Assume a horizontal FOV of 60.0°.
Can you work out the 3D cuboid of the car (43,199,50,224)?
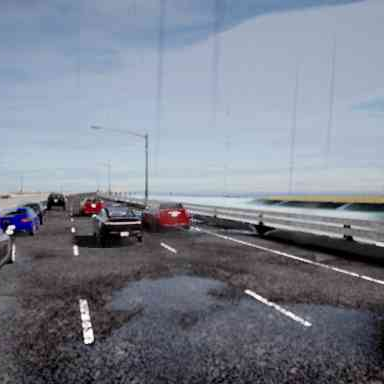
[{"bbox_3d":[-11.463,1.454,23.601,1.882,1.535,5.008,0,0,-20],"label":"car"}]

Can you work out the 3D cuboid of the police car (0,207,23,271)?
[{"bbox_3d":[-5.938,1.418,8.728,1.930,1.638,5.238,0,0,-21],"label":"police car"}]

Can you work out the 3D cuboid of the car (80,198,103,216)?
[{"bbox_3d":[-9.724,1.317,32.380,2.097,1.767,4.553,0,0,-20],"label":"car"}]

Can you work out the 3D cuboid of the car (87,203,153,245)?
[{"bbox_3d":[-3.583,1.478,15.729,2.128,1.511,4.902,0,0,-20],"label":"car"}]

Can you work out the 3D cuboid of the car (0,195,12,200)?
[{"bbox_3d":[-36.003,1.378,64.014,1.882,1.535,5.008,0,0,-19],"label":"car"}]

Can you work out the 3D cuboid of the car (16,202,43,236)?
[{"bbox_3d":[-9.386,1.509,17.982,1.812,1.442,4.674,0,0,-20],"label":"car"}]

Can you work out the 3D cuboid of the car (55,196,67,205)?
[{"bbox_3d":[-22.491,1.448,57.222,1.812,1.442,4.674,0,0,-19],"label":"car"}]

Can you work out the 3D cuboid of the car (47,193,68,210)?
[{"bbox_3d":[-16.971,1.170,41.761,2.150,2.045,5.566,0,0,-20],"label":"car"}]

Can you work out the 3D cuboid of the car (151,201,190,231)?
[{"bbox_3d":[-1.733,1.332,20.801,2.097,1.767,4.553,0,0,-20],"label":"car"}]
